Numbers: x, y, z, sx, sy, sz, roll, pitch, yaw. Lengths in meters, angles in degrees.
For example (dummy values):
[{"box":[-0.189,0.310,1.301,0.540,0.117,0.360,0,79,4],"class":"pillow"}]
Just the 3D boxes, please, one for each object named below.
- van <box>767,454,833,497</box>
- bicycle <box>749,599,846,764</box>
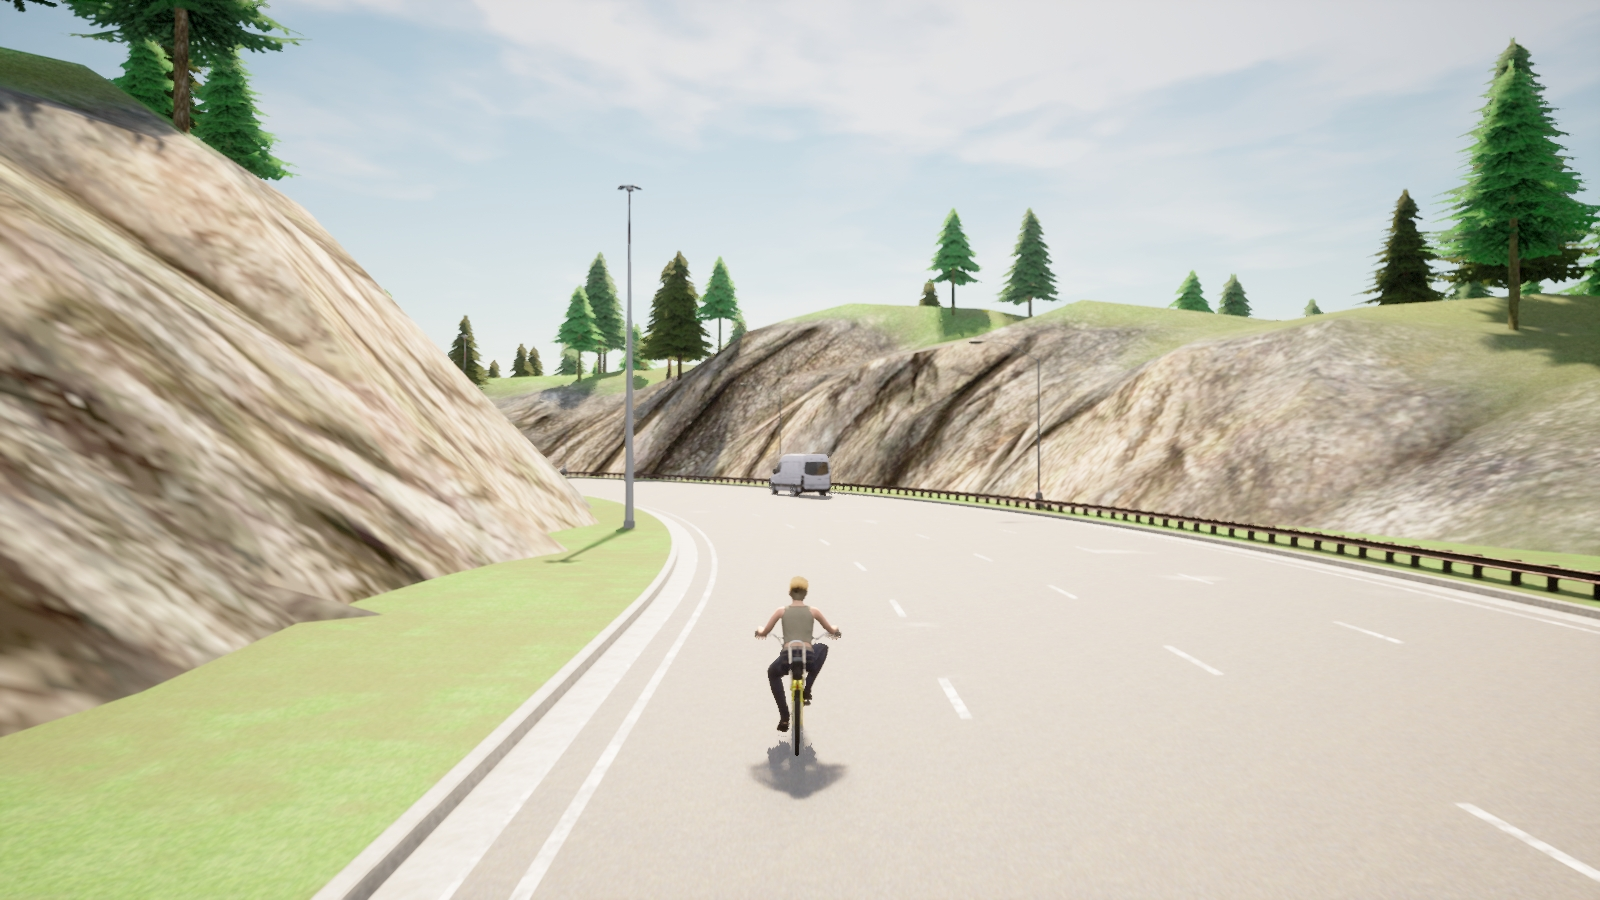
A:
[{"box":[-0.091,1.536,70.810,1.988,2.561,5.915,0,0,-22],"class":"van"},{"box":[-0.020,2.158,10.929,0.859,1.276,1.487,0,0,0],"class":"bicycle"}]
